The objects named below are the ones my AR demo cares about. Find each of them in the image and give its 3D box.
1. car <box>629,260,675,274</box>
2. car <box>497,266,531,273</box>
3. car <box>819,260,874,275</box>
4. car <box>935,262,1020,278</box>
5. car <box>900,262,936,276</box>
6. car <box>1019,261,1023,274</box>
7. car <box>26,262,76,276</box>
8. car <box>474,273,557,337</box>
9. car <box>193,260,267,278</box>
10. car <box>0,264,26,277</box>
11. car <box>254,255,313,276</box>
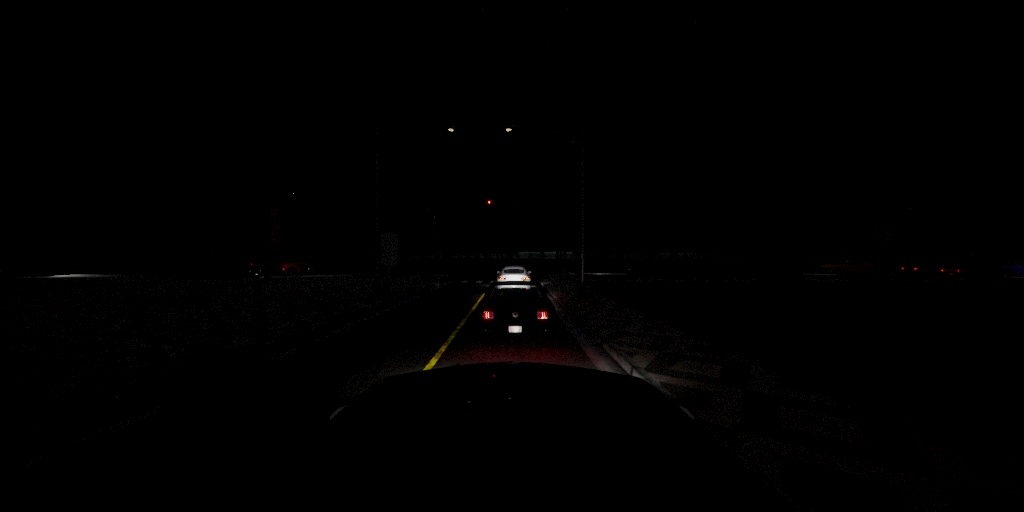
[{"bbox_3d":[15.429,1.229,39.552,4.902,1.511,2.128,0,0,0],"label":"car"},{"bbox_3d":[0.113,1.273,20.221,1.812,1.442,4.674,0,0,1],"label":"car"},{"bbox_3d":[36.644,1.216,39.351,5.008,1.535,1.882,0,0,1],"label":"car"},{"bbox_3d":[42.296,1.371,32.672,4.718,1.301,1.895,0,0,1],"label":"car"},{"bbox_3d":[42.320,1.302,35.921,5.357,1.411,2.033,0,0,1],"label":"car"},{"bbox_3d":[52.275,1.233,35.887,5.008,1.535,1.882,0,0,0],"label":"car"},{"bbox_3d":[-47.083,1.264,36.201,4.181,1.385,1.994,0,0,-2],"label":"car"},{"bbox_3d":[0.108,1.350,10.237,1.895,1.301,4.718,0,0,1],"label":"car"},{"bbox_3d":[-26.282,1.294,33.191,5.357,1.411,2.033,0,0,0],"label":"car"},{"bbox_3d":[-48.554,1.312,32.910,4.718,1.301,1.895,0,0,-2],"label":"car"},{"bbox_3d":[-23.393,0.955,36.421,5.566,2.045,2.150,0,0,0],"label":"car"}]
